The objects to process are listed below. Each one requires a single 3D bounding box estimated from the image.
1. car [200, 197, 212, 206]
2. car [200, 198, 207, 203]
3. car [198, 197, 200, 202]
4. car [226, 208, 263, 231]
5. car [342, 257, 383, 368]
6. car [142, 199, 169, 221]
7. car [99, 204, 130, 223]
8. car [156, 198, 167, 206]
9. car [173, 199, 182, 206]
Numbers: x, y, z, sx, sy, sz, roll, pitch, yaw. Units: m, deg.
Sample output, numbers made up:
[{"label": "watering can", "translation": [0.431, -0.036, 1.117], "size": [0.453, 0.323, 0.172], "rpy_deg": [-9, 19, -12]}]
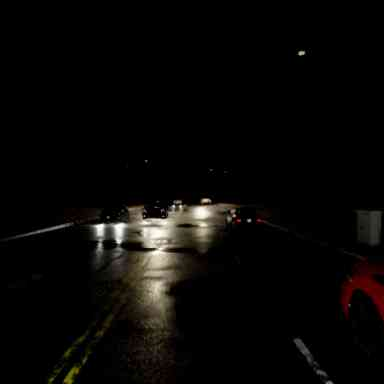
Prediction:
[{"label": "car", "translation": [3.312, 2.320, 73.475], "size": [1.895, 1.301, 4.718], "rpy_deg": [0, -1, 0]}, {"label": "car", "translation": [3.330, 2.451, 95.445], "size": [1.812, 1.442, 4.674], "rpy_deg": [0, -1, 0]}, {"label": "car", "translation": [3.321, 2.175, 84.417], "size": [2.097, 1.767, 4.553], "rpy_deg": [0, -1, 0]}, {"label": "car", "translation": [3.368, 1.769, 22.073], "size": [2.033, 1.411, 5.357], "rpy_deg": [0, -1, 0]}, {"label": "car", "translation": [3.351, 1.250, 2.708], "size": [2.150, 2.045, 5.566], "rpy_deg": [0, -1, 0]}, {"label": "car", "translation": [-3.321, 1.660, 30.869], "size": [2.097, 1.767, 4.553], "rpy_deg": [0, -1, 0]}, {"label": "car", "translation": [-6.574, 1.789, 28.551], "size": [1.837, 1.490, 4.892], "rpy_deg": [0, -1, 0]}, {"label": "car", "translation": [-6.441, 2.154, 69.845], "size": [1.882, 1.535, 5.008], "rpy_deg": [0, -1, 0]}, {"label": "car", "translation": [-3.190, 2.197, 72.123], "size": [1.812, 1.442, 4.674], "rpy_deg": [0, -1, 0]}]
